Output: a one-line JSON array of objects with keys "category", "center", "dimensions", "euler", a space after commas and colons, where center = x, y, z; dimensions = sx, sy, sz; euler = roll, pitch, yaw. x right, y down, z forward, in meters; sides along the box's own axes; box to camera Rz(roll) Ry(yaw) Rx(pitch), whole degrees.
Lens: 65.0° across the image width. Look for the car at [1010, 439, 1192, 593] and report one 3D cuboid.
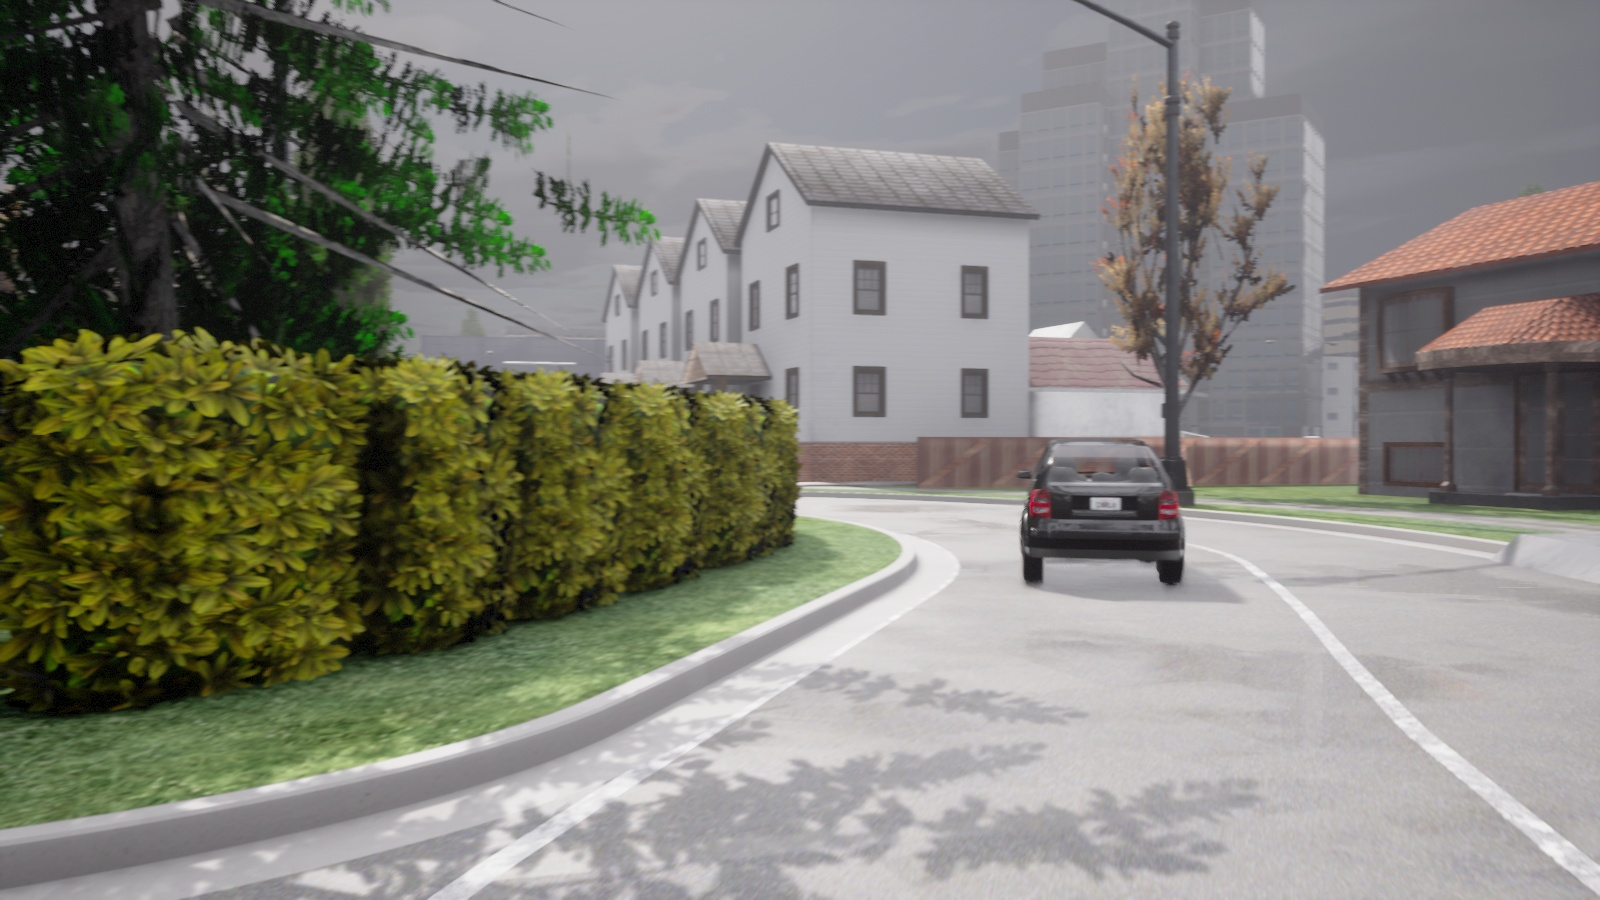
[{"category": "car", "center": [3.371, 0.651, 14.663], "dimensions": [1.789, 1.549, 3.705], "euler": [0, 0, 9]}]
